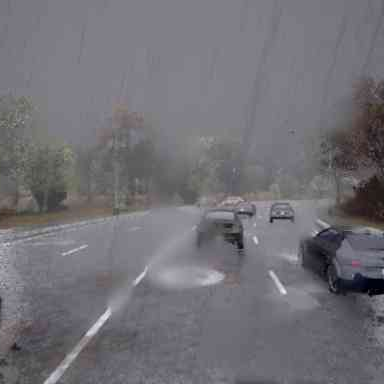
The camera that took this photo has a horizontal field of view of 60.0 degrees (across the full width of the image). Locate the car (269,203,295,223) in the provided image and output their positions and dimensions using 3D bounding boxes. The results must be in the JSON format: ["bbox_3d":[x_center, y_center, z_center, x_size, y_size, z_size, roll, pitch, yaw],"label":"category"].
[{"bbox_3d":[6.990,1.555,25.890,2.033,1.411,5.357,0,0,14],"label":"car"}]

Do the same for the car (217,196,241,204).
[{"bbox_3d":[5.370,1.329,43.677,2.097,1.767,4.553,0,0,22],"label":"car"}]

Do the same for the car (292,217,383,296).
[{"bbox_3d":[4.148,1.572,8.644,1.994,1.385,4.181,0,0,5],"label":"car"}]

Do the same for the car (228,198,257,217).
[{"bbox_3d":[5.018,1.556,31.640,1.994,1.385,4.181,0,0,16],"label":"car"}]

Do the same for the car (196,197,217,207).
[{"bbox_3d":[2.107,1.464,44.959,1.837,1.490,4.892,0,0,22],"label":"car"}]

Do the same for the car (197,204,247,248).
[{"bbox_3d":[1.332,1.497,14.724,1.837,1.490,4.892,0,0,8],"label":"car"}]

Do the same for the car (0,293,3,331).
[{"bbox_3d":[-3.430,1.492,2.364,1.837,1.490,4.892,0,0,2],"label":"car"}]
